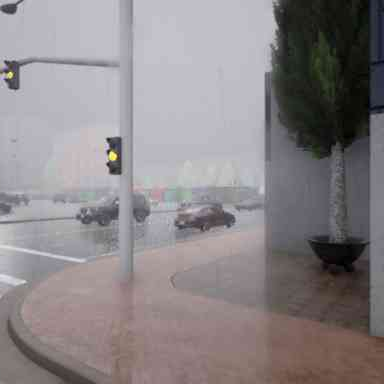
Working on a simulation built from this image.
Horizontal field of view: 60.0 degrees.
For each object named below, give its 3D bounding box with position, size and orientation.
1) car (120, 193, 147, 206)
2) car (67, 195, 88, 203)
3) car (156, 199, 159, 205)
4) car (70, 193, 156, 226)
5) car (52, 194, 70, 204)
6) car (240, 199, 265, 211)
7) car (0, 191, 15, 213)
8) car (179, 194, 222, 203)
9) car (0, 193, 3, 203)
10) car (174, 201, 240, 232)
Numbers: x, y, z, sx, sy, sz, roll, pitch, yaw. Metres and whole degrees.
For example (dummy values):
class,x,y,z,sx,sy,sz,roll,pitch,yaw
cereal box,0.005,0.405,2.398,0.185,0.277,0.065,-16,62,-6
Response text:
class,x,y,z,sx,sy,sz,roll,pitch,yaw
car,-8.772,1.141,49.662,3.866,1.878,1.905,0,0,35
car,-21.340,1.342,62.113,3.905,1.438,1.784,0,0,35
car,-7.087,1.381,52.017,3.806,1.475,1.970,0,0,35
car,-5.430,1.214,23.684,2.150,2.045,5.566,0,0,36
car,-23.069,1.131,59.788,4.605,1.855,1.932,0,0,35
car,7.242,1.540,40.599,2.033,1.411,5.357,0,0,37
car,-20.102,1.142,33.640,3.866,1.878,1.905,0,0,35
car,0.841,1.214,32.086,2.150,2.045,5.566,0,0,37
car,-38.564,1.125,63.981,4.605,1.855,1.932,0,0,35
car,0.823,1.521,20.009,1.812,1.442,4.674,0,0,36
